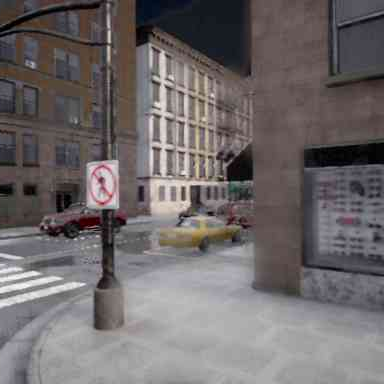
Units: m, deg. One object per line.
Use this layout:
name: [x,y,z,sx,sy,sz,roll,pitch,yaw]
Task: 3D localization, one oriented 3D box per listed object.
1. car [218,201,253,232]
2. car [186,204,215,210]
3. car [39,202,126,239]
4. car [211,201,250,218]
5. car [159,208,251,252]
car: [3.802,1.410,18.999,2.192,1.841,5.009,-1,0,36]
car: [0.602,1.726,28.299,1.947,1.339,4.313,-1,0,36]
car: [-6.024,1.496,19.075,2.192,1.841,5.009,-1,0,36]
car: [3.914,1.693,32.912,1.887,1.381,4.507,-1,0,36]
car: [0.590,1.631,14.524,1.752,1.417,4.829,-1,0,36]
